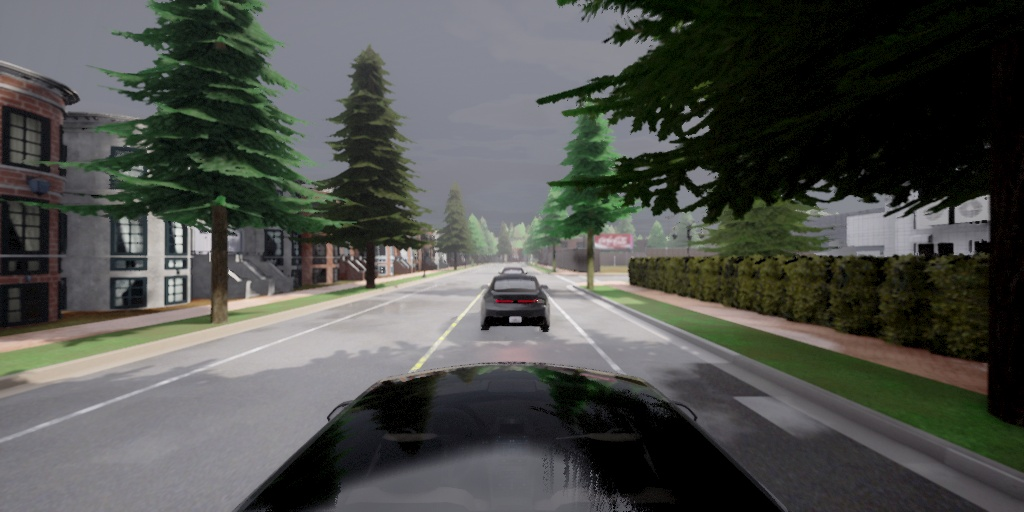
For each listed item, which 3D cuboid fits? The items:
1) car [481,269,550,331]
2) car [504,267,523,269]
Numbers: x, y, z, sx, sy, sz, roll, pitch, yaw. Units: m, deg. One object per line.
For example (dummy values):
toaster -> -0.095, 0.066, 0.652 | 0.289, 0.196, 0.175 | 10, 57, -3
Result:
car -> 0.087, 1.316, 11.136 | 1.837, 1.490, 4.892 | 0, 0, 0
car -> 0.072, 1.409, 22.374 | 1.812, 1.442, 4.674 | 0, 0, 1
